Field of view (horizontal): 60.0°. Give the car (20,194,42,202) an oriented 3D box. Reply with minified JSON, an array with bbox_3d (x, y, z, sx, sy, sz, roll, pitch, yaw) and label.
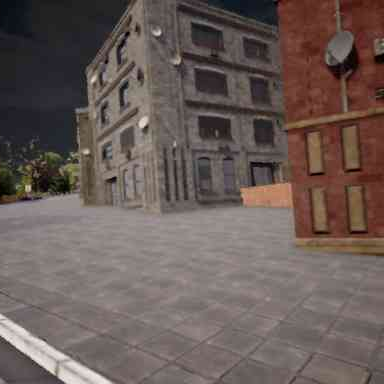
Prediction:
[{"bbox_3d":[-28.587,1.069,59.125,1.895,1.301,4.718,-4,3,0],"label":"car"}]
